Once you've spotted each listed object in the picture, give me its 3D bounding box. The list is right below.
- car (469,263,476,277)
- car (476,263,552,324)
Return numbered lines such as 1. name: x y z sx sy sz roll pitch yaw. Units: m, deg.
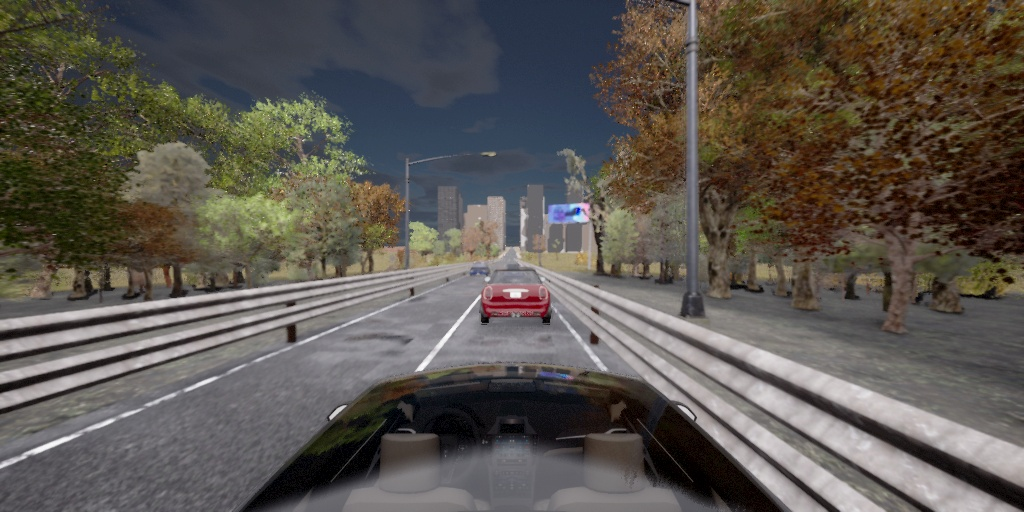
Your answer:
1. car: -3.340 1.418 37.853 2.033 1.411 5.357 0 0 0
2. car: 0.105 1.129 12.277 2.097 1.767 4.553 0 0 0
